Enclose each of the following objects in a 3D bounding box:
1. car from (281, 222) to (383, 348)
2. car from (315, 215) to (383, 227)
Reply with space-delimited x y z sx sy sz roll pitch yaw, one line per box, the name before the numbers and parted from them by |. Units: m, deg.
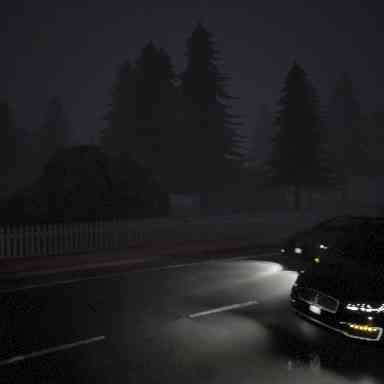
car | 3.979 1.395 5.751 4.892 1.490 1.837 -1 0 -24
car | 4.769 1.397 9.823 4.181 1.385 1.994 -1 1 -21
